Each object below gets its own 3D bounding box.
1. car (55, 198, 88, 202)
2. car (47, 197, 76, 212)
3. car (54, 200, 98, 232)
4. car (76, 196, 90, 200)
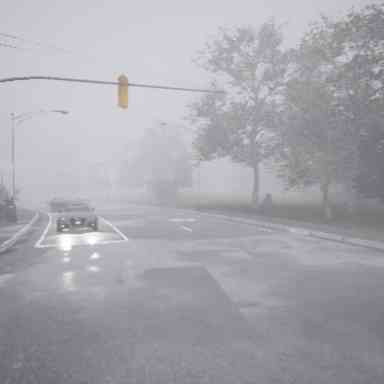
[{"bbox_3d":[-10.146,1.405,27.772,1.895,1.301,4.718,-1,0,-24],"label":"car"},{"bbox_3d":[-14.560,1.374,36.931,1.882,1.535,5.008,-1,0,-28],"label":"car"},{"bbox_3d":[-6.431,1.357,18.546,1.994,1.385,4.181,-1,1,-21],"label":"car"},{"bbox_3d":[-18.915,1.464,56.414,1.882,1.535,5.008,-1,0,-40],"label":"car"}]
